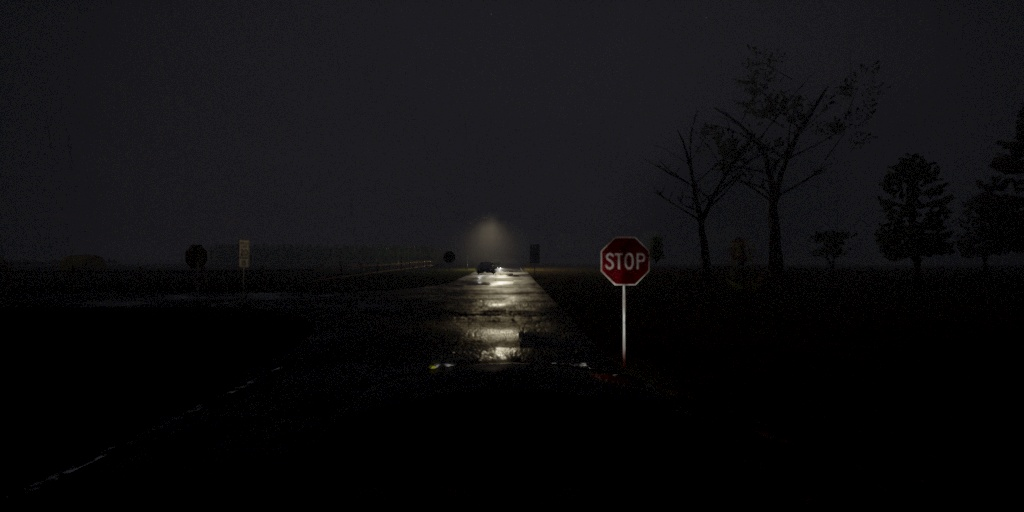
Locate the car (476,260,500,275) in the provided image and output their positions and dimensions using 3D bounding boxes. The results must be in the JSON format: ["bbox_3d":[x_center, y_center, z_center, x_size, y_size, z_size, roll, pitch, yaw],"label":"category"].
[{"bbox_3d":[-2.749,1.298,38.997,2.033,1.411,5.357,0,0,0],"label":"car"}]

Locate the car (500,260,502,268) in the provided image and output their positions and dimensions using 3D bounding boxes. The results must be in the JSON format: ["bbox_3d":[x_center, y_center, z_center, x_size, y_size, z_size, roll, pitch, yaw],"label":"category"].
[{"bbox_3d":[-2.746,1.275,62.216,1.895,1.301,4.718,0,0,0],"label":"car"}]
